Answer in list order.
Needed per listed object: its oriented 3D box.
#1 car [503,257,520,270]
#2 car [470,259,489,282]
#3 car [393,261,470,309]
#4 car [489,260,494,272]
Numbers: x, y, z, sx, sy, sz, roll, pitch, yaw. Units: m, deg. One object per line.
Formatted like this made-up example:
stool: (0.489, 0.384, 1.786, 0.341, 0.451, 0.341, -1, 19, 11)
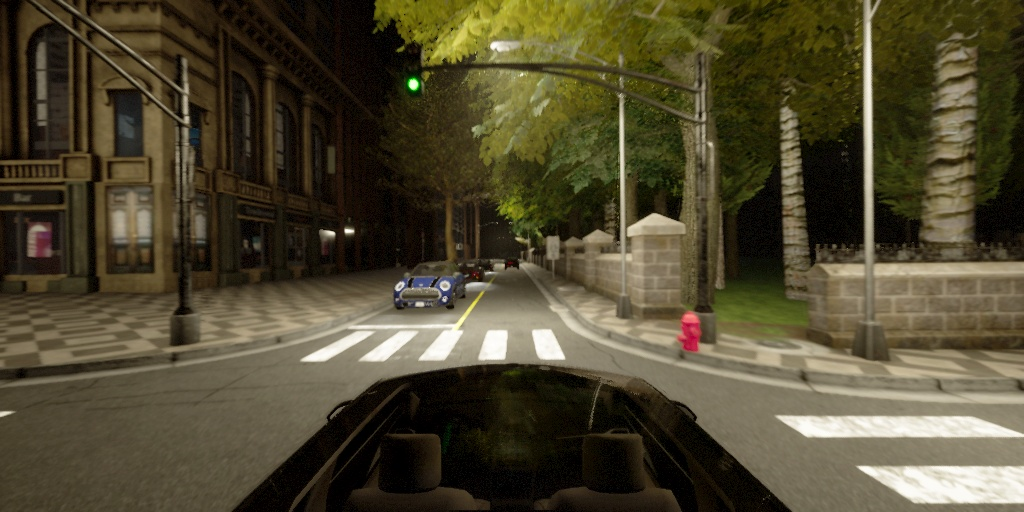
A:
car: (-0.014, 0.945, 44.368, 1.837, 1.490, 4.892, -1, 0, 0)
car: (-3.102, 1.150, 26.774, 1.994, 1.385, 4.181, -1, 0, 0)
car: (-3.109, 1.024, 14.356, 2.097, 1.767, 4.553, -1, 0, 0)
car: (-3.090, 1.064, 40.226, 1.994, 1.385, 4.181, -1, 1, 1)
